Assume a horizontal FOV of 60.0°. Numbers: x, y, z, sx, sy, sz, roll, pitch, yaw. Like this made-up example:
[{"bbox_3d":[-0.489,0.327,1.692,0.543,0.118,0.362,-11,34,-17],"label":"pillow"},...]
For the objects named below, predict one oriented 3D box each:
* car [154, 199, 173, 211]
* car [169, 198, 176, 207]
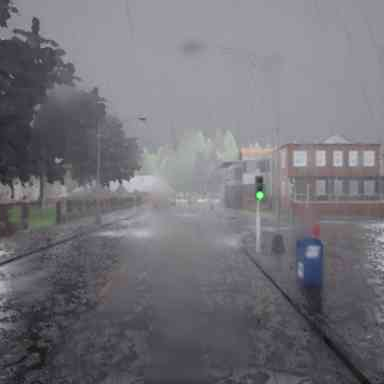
[{"bbox_3d":[-4.062,1.941,45.603,1.895,1.301,4.718,0,0,0],"label":"car"},{"bbox_3d":[-3.985,1.946,61.832,1.882,1.535,5.008,0,0,0],"label":"car"}]
